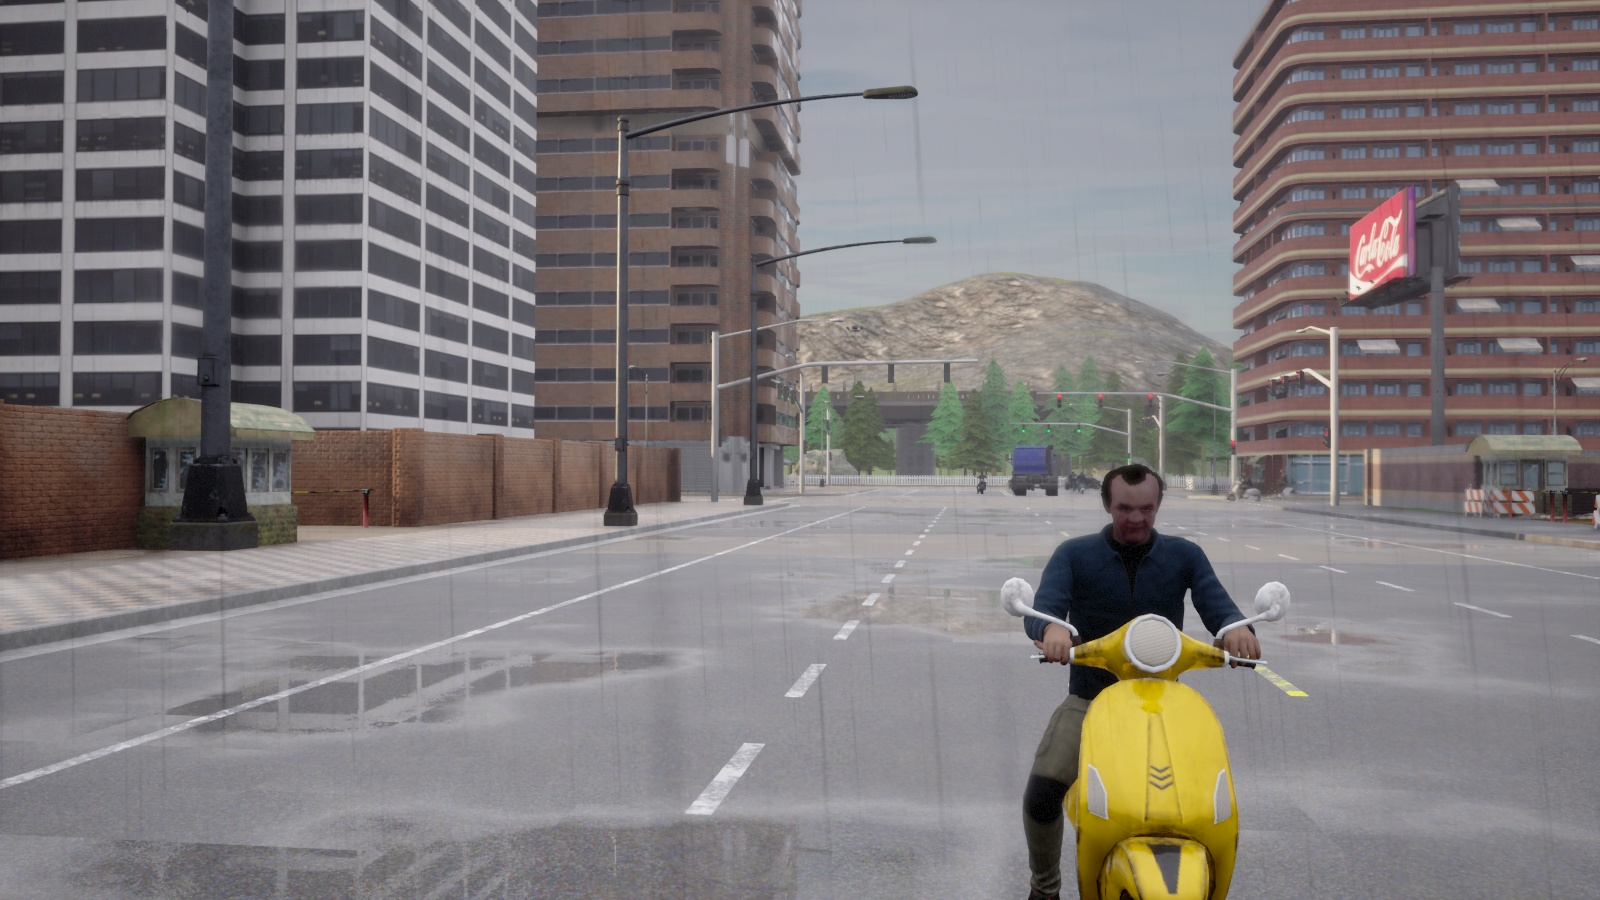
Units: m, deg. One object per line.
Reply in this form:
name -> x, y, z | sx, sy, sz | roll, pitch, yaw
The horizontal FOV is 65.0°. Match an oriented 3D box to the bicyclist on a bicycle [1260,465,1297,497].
bicyclist on a bicycle -> 26.790, 1.757, 70.357 | 1.843, 1.776, 0.659 | 0, -1, 8

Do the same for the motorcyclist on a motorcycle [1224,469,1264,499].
motorcyclist on a motorcycle -> 23.660, 1.795, 66.981 | 1.817, 1.590, 0.866 | 0, 0, 1

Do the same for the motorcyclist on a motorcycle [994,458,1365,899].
motorcyclist on a motorcycle -> 1.080, 0.831, 4.042 | 0.866, 1.590, 1.817 | 0, -1, 8

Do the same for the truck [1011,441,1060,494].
truck -> 15.933, 1.199, 85.384 | 2.891, 3.462, 7.936 | 0, -1, 8
